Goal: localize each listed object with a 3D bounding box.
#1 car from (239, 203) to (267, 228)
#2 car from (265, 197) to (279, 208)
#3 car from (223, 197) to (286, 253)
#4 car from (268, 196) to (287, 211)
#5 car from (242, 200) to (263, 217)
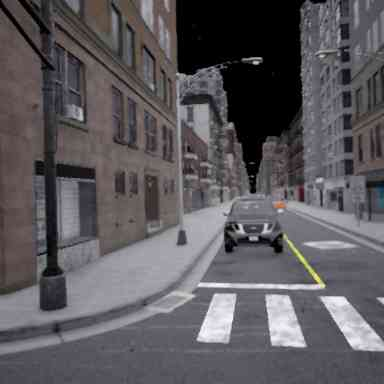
[{"bbox_3d":[4.470,1.656,24.512,1.812,1.442,4.674,-2,-1,10],"label":"car"},{"bbox_3d":[12.790,1.672,53.311,1.837,1.490,4.892,-2,-1,10],"label":"car"},{"bbox_3d":[2.651,1.302,14.433,2.150,2.045,5.566,-2,-1,10],"label":"car"},{"bbox_3d":[11.103,1.478,43.608,2.097,1.767,4.553,-2,-1,11],"label":"car"},{"bbox_3d":[6.296,1.655,34.606,1.882,1.535,5.008,-2,-1,11],"label":"car"}]
